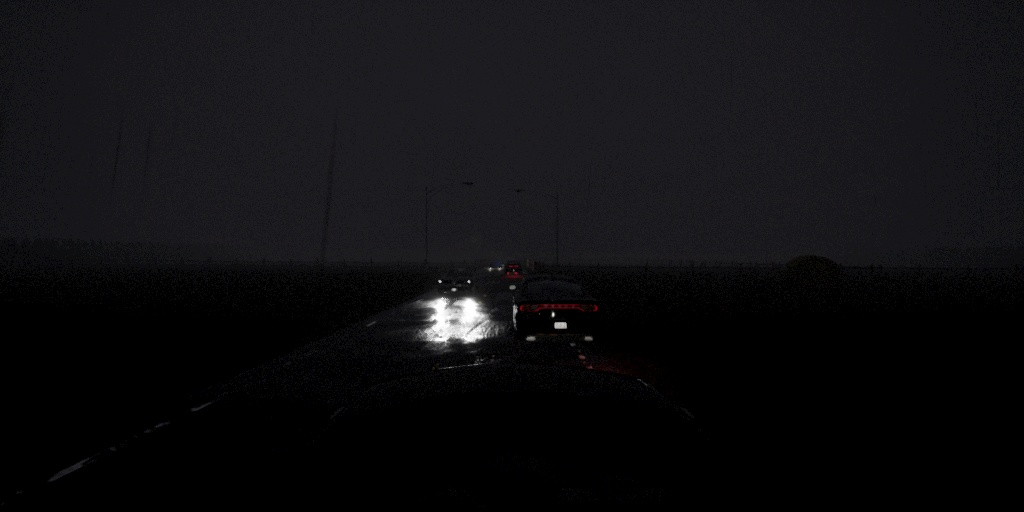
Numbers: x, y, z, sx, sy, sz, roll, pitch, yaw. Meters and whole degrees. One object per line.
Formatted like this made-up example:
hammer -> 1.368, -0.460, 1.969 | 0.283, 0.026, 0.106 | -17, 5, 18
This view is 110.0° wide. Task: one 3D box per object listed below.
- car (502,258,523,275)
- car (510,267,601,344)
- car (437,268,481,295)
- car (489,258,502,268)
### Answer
car -> 0.103, 1.232, 38.750 | 1.837, 1.490, 4.892 | 0, 0, -2
car -> 0.963, 1.225, 9.580 | 1.882, 1.535, 5.008 | 0, 0, 0
car -> -2.848, 1.342, 19.886 | 1.895, 1.301, 4.718 | 0, 0, 0
car -> -2.816, 1.188, 60.684 | 1.882, 1.535, 5.008 | 0, 0, 0
